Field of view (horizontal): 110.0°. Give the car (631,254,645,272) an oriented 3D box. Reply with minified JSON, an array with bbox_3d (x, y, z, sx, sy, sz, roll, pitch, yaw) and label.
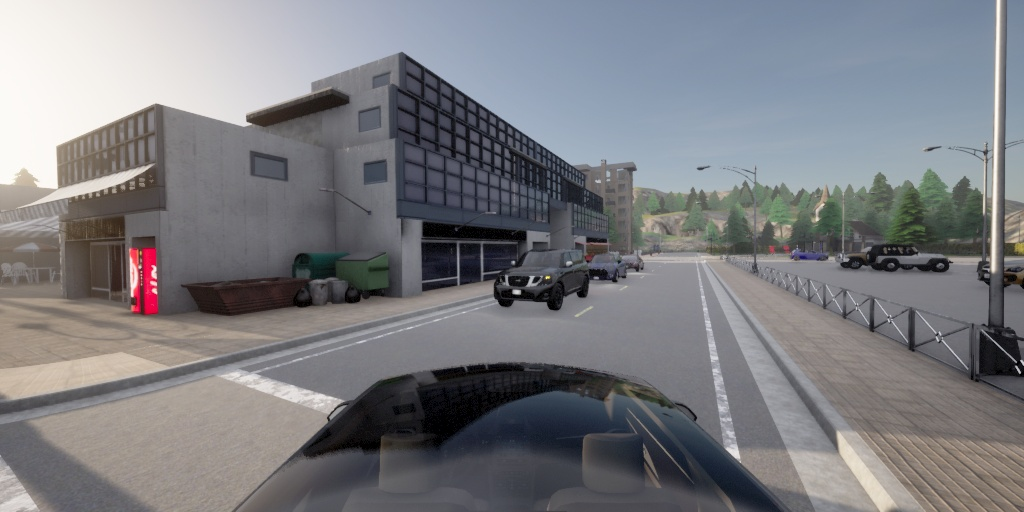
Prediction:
[{"bbox_3d":[10.492,0.567,31.731,1.812,1.442,4.674,0,1,27],"label":"car"}]

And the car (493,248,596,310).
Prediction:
[{"bbox_3d":[1.397,0.733,13.841,2.150,2.045,5.566,0,1,27],"label":"car"}]

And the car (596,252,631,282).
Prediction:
[{"bbox_3d":[5.853,0.633,22.611,2.097,1.767,4.553,0,1,27],"label":"car"}]
